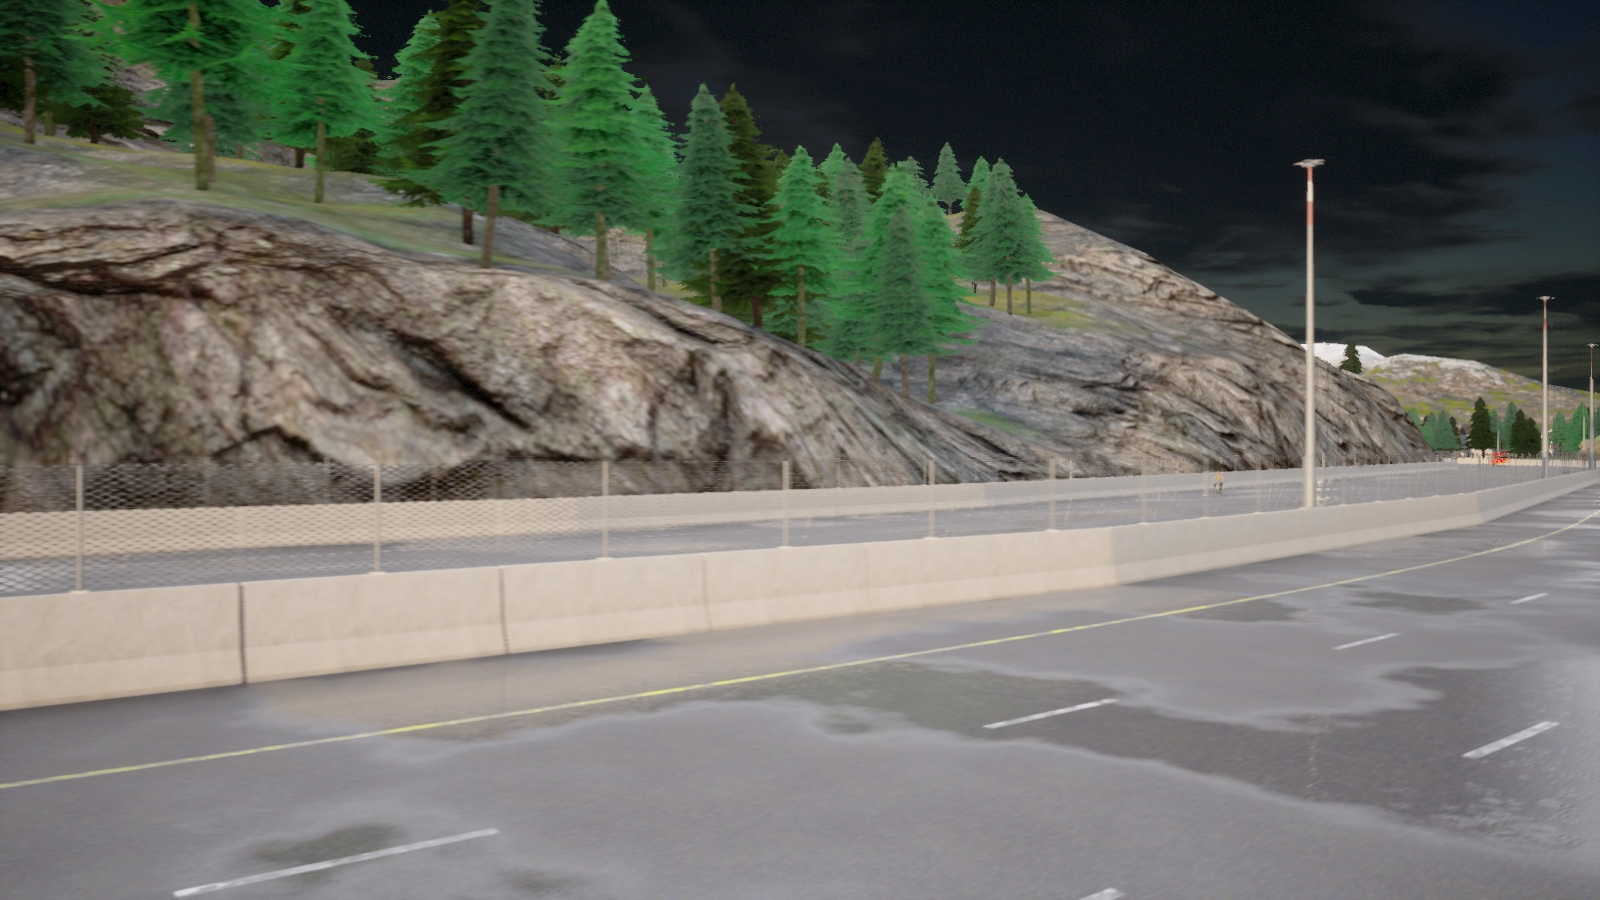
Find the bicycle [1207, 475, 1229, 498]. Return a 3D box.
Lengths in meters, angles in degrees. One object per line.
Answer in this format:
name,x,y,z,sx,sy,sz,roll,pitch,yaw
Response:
bicycle,25.245,2.203,69.014,0.859,1.295,1.487,0,0,39
